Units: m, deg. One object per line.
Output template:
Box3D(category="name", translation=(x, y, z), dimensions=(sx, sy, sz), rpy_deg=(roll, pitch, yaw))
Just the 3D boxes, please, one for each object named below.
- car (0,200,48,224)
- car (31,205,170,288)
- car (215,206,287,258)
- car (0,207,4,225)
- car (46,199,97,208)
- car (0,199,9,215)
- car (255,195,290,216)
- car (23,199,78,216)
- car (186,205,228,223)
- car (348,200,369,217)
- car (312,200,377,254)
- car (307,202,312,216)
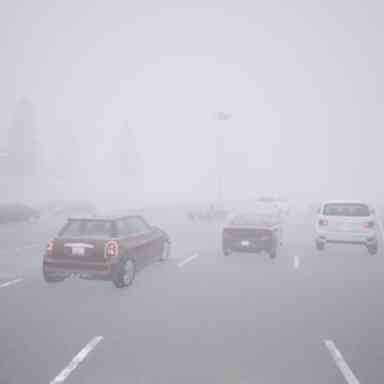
Box3D(category="car", translation=(-12.723, 1.525, 22.686), dimensions=(1.882, 1.535, 5.008), rpy_deg=(0, 0, 23))
Box3D(category="car", translation=(-2.143, 1.374, 9.645), dimensions=(2.097, 1.767, 4.553), rpy_deg=(1, 0, 12))
Box3D(category="car", translation=(2.572, 1.560, 13.364), dimensions=(1.882, 1.535, 5.008), rpy_deg=(0, 0, 19))
Box3D(category="car", translation=(-6.291, 1.322, 6.494), dimensions=(2.097, 1.767, 4.553), rpy_deg=(1, 0, 8))
Box3D(category="car", translation=(-11.485, 1.531, 32.848), dimensions=(2.128, 1.511, 4.902), rpy_deg=(0, 0, 28))
Box3D(category="car", translation=(-20.179, 1.462, 31.340), dimensions=(1.882, 1.535, 5.008), rpy_deg=(0, 1, 27))
Box3D(category="car", translation=(7.573, 1.338, 31.112), dimensions=(2.150, 2.045, 5.566), rpy_deg=(0, 0, 28))
Box3D(category="car", translation=(-14.557, 1.516, 34.522), dimensions=(2.128, 1.511, 4.902), rpy_deg=(0, 0, 28))
Box3D(category="car", translation=(1.383, 1.706, 27.001), dimensions=(1.895, 1.301, 4.718), rpy_deg=(0, 0, 28))
Box3D(category="car", translation=(17.429, 1.640, 34.661), dimensions=(1.812, 1.442, 4.674), rpy_deg=(0, 0, 28))
Box3D(category="car", translation=(6.729, 1.349, 14.597), dimensions=(2.150, 2.045, 5.566), rpy_deg=(0, -1, 24))
Box3D(category="car", translation=(12.824, 1.593, 33.478), dimensions=(1.882, 1.535, 5.008), rpy_deg=(0, 0, 28))
